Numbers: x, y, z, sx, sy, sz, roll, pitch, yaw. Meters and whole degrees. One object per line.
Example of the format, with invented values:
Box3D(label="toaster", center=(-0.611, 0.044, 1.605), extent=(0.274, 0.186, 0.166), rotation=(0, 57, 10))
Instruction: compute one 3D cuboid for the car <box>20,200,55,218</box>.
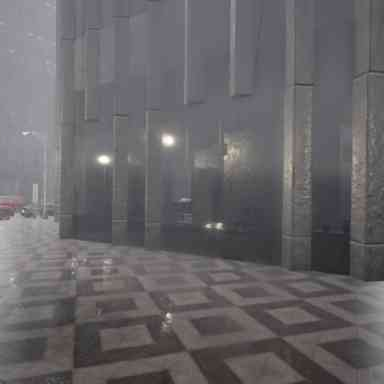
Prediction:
Box3D(label="car", center=(-13.836, 1.742, 31.337), extent=(1.947, 1.339, 4.313), rotation=(1, 0, 35))

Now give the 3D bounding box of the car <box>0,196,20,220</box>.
Box3D(label="car", center=(-17.106, 1.463, 26.738), extent=(2.192, 1.841, 5.009), rotation=(1, 0, 35))

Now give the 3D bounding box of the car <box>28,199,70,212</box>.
Box3D(label="car", center=(-17.500, 1.633, 40.885), extent=(1.947, 1.339, 4.313), rotation=(1, 0, 35))

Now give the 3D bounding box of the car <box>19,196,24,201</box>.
Box3D(label="car", center=(-20.770, 1.353, 36.288), extent=(2.192, 1.841, 5.009), rotation=(1, 0, 35))
